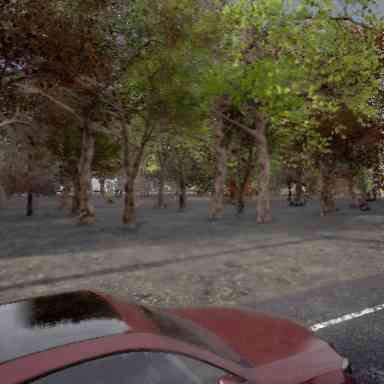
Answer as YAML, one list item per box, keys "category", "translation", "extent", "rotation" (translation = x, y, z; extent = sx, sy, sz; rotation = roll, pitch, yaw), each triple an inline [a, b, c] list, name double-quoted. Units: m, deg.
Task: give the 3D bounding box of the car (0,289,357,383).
- category: "car"
  translation: [-0.715, 1.523, 2.432]
  extent: [4.674, 1.442, 1.812]
  rotation: [0, 0, -33]
